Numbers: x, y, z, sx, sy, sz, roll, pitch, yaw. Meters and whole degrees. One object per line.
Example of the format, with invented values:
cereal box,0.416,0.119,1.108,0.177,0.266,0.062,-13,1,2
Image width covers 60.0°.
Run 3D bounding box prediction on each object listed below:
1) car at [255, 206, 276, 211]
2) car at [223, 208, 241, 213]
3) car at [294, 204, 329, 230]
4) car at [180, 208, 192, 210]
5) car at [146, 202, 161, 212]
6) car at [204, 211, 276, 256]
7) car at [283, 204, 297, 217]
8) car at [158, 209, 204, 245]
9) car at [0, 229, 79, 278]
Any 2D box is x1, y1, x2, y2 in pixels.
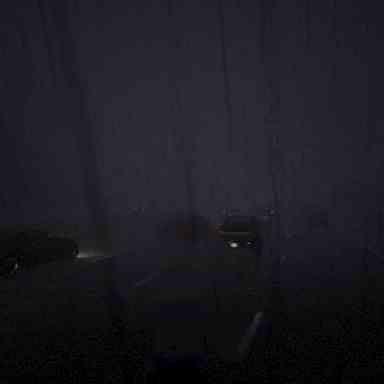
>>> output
car,7.183,2.146,32.512,2.128,1.511,4.902,-2,-1,13
car,4.357,2.370,36.026,1.994,1.385,4.181,-2,-1,12
car,8.928,1.901,24.827,1.882,1.535,5.008,-2,-1,15
car,-0.269,2.300,31.305,1.837,1.490,4.892,-2,-1,14
car,-6.392,2.877,60.385,2.150,2.045,5.566,-1,-1,5
car,2.352,1.817,14.804,2.128,1.511,4.902,-2,-1,18
car,12.443,2.225,41.114,1.882,1.535,5.008,-2,-1,10
car,-0.207,1.948,18.296,1.882,1.535,5.008,-2,-1,17
car,-6.024,2.010,11.931,1.994,1.385,4.181,-2,-2,20
